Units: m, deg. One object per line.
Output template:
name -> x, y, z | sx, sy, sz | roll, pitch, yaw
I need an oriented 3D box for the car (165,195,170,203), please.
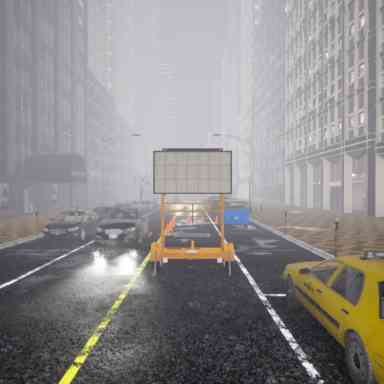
car -> -5.673, 1.536, 61.701 | 2.008, 1.369, 4.403 | -1, 0, 0

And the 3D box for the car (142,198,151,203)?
car -> -5.685, 1.543, 33.283 | 2.008, 1.369, 4.403 | -1, 0, 0

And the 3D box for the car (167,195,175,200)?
car -> -5.661, 1.501, 89.950 | 1.752, 1.417, 4.829 | -1, 0, 0

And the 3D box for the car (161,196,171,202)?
car -> -5.668, 1.563, 73.068 | 1.802, 1.307, 4.206 | -1, 0, 0

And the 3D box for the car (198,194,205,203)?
car -> 2.708, 1.536, 61.697 | 2.008, 1.369, 4.403 | -1, 0, 0

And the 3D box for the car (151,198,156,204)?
car -> -5.682, 1.573, 38.967 | 1.802, 1.307, 4.206 | -1, 0, 0

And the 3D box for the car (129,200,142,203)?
car -> -5.687, 1.538, 27.599 | 1.887, 1.381, 4.507 | -1, 0, 0

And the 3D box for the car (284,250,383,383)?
car -> 2.685, 1.524, 5.031 | 1.752, 1.417, 4.829 | -1, 0, 0

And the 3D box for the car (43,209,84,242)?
car -> -5.691, 1.547, 16.232 | 2.008, 1.369, 4.403 | -1, 0, 0

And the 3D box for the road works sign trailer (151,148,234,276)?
road works sign trailer -> 0.020, 0.462, 10.279 | 2.380, 3.560, 2.880 | 0, 0, 0

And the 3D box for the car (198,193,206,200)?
car -> 2.717, 1.291, 90.116 | 2.192, 1.841, 5.009 | -1, 0, 0

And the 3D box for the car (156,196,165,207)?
car -> -5.678, 1.539, 50.334 | 2.008, 1.369, 4.403 | -1, 0, 0

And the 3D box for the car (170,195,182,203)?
car -> -2.973, 1.489, 64.959 | 1.837, 1.490, 4.892 | 0, 0, 0

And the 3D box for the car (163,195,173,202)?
car -> -5.667, 1.420, 78.752 | 1.967, 1.590, 4.097 | -1, 0, 0

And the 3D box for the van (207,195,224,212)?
van -> 2.696, 1.332, 38.963 | 1.690, 1.788, 3.998 | -1, 0, 0

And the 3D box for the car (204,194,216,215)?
car -> 2.694, 1.307, 33.279 | 2.192, 1.841, 5.009 | -1, 0, 0

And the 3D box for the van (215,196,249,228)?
van -> 2.690, 1.336, 21.912 | 1.690, 1.788, 3.998 | -1, 0, 0

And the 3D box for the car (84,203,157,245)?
car -> -3.097, 1.488, 15.529 | 2.128, 1.511, 4.902 | 0, 0, 0
